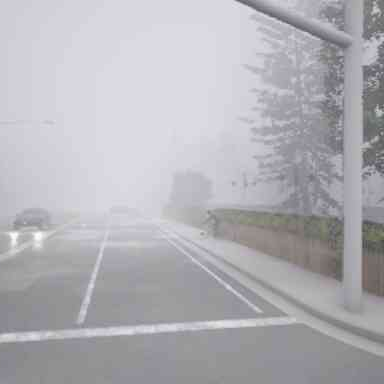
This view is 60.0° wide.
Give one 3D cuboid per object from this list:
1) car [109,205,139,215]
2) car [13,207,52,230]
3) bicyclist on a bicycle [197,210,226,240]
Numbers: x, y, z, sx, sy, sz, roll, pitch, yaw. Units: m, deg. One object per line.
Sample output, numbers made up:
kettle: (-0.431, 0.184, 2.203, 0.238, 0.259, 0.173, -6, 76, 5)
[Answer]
car: (-9.922, 2.620, 49.209, 2.128, 1.511, 4.902, -1, -3, 35)
car: (-11.723, 1.929, 24.680, 1.837, 1.490, 4.892, 1, -2, -13)
bicyclist on a bicycle: (1.051, 1.790, 17.972, 1.656, 1.620, 0.582, 1, -1, -13)
